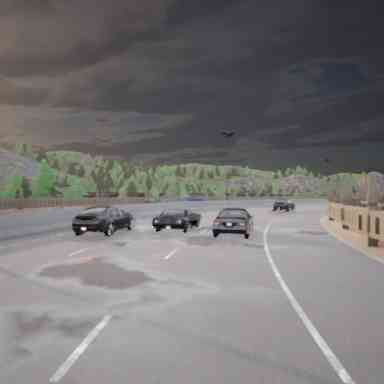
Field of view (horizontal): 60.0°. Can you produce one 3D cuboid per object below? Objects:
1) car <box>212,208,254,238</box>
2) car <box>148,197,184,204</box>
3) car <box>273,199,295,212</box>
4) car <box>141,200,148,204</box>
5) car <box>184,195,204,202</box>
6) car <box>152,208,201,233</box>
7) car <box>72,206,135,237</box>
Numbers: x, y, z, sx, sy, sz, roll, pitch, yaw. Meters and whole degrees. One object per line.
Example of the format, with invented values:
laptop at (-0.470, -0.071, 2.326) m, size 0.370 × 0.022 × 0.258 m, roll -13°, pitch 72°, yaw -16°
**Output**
car at (2.322, 1.580, 18.109) m, size 2.033 × 1.411 × 5.357 m, roll 0°, pitch 0°, yaw 13°
car at (-3.301, 1.632, 43.584) m, size 1.837 × 1.490 × 4.892 m, roll 0°, pitch -1°, yaw 27°
car at (11.389, 1.647, 40.998) m, size 1.837 × 1.490 × 4.892 m, roll 0°, pitch -1°, yaw 29°
car at (-5.988, 1.727, 53.248) m, size 2.033 × 1.411 × 5.357 m, roll 0°, pitch 0°, yaw 31°
car at (-0.122, 1.440, 56.034) m, size 2.150 × 2.045 × 5.566 m, roll 0°, pitch -1°, yaw 34°
car at (-0.764, 1.630, 20.055) m, size 1.895 × 1.301 × 4.718 m, roll 0°, pitch 0°, yaw 13°
car at (-4.700, 1.517, 18.317) m, size 1.837 × 1.490 × 4.892 m, roll 0°, pitch 0°, yaw 12°
